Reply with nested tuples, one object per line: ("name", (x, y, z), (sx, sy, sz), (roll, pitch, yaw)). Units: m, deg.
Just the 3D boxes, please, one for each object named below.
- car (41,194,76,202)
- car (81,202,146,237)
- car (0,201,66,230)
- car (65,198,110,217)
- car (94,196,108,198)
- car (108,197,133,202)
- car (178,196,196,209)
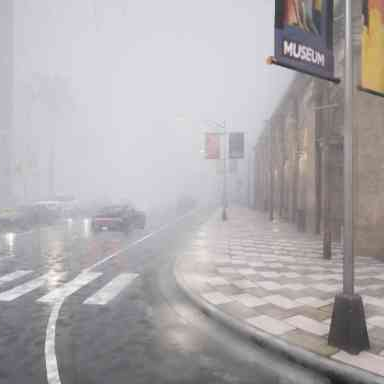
("car", (-12.962, 1.221, 32.085), (2.150, 2.045, 5.566), (0, 0, 7))
("car", (-3.864, 1.504, 18.245), (2.128, 1.511, 4.902), (0, 0, 6))
("car", (-10.643, 1.547, 21.569), (2.033, 1.411, 5.357), (0, 0, 6))
("car", (-9.569, 1.526, 30.936), (1.812, 1.442, 4.674), (0, 0, 7))
("car", (-11.711, 1.352, 42.334), (2.097, 1.767, 4.553), (0, 0, 7))
("car", (-8.377, 1.526, 40.753), (1.812, 1.442, 4.674), (0, 0, 7))
("car", (-0.627, 1.341, 45.895), (2.097, 1.767, 4.553), (0, 0, 7))
